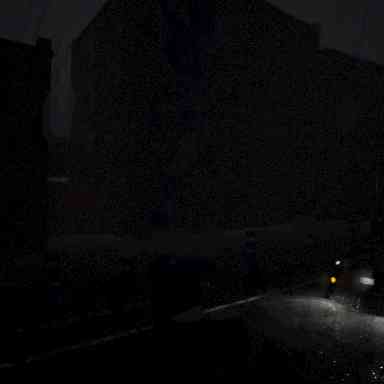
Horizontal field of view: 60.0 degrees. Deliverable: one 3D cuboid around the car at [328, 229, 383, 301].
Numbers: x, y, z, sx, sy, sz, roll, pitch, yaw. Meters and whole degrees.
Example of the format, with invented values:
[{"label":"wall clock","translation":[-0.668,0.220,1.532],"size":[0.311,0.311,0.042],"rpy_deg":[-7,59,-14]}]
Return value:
[{"label":"car","translation":[4.981,1.491,7.536],"size":[4.181,1.385,1.994],"rpy_deg":[-1,1,-35]}]
